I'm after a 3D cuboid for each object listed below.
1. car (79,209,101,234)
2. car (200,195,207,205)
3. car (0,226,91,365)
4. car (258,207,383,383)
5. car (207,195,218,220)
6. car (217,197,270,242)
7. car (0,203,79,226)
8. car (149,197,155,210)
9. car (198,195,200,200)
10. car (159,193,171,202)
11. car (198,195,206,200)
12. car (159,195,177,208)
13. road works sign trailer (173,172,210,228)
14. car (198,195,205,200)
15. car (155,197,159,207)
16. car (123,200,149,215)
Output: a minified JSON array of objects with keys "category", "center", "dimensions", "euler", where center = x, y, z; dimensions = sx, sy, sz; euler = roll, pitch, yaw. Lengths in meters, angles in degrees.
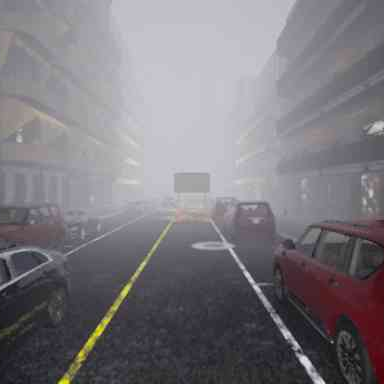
[{"category":"car","center":[-5.715,1.538,16.282],"dimensions":[2.008,1.369,4.403],"euler":[-1,0,0]},{"category":"car","center":[2.654,1.482,55.641],"dimensions":[1.752,1.417,4.829],"euler":[-1,0,0]},{"category":"car","center":[-3.103,1.488,4.119],"dimensions":[2.128,1.511,4.902],"euler":[0,0,0]},{"category":"car","center":[2.674,1.311,5.052],"dimensions":[2.192,1.841,5.009],"euler":[-1,0,0]},{"category":"car","center":[2.664,1.293,27.461],"dimensions":[2.192,1.841,5.009],"euler":[-1,0,0]},{"category":"car","center":[2.669,1.302,16.257],"dimensions":[2.192,1.841,5.009],"euler":[-1,0,0]},{"category":"car","center":[-5.699,1.306,10.679],"dimensions":[2.192,1.841,5.009],"euler":[-1,0,0]},{"category":"car","center":[-5.718,1.552,38.690],"dimensions":[1.802,1.307,4.206],"euler":[-1,0,0]},{"category":"car","center":[2.652,1.519,61.073],"dimensions":[1.947,1.339,4.313],"euler":[-1,0,0]},{"category":"car","center":[-5.737,1.261,72.302],"dimensions":[2.192,1.841,5.009],"euler":[-1,0,0]},{"category":"car","center":[2.639,1.501,89.083],"dimensions":[1.947,1.339,4.313],"euler":[-1,0,0]},{"category":"car","center":[-3.105,1.470,45.999],"dimensions":[1.837,1.490,4.892],"euler":[0,0,0]},{"category":"road works sign trailer","center":[-0.007,0.447,22.104],"dimensions":[2.380,3.560,2.880],"euler":[0,0,1]},{"category":"car","center":[2.637,1.482,94.686],"dimensions":[2.008,1.369,4.403],"euler":[-1,0,0]},{"category":"car","center":[-5.723,1.512,49.894],"dimensions":[2.008,1.369,4.403],"euler":[-1,0,0]},{"category":"car","center":[-5.715,1.556,33.087],"dimensions":[1.802,1.307,4.206],"euler":[-1,0,0]}]
